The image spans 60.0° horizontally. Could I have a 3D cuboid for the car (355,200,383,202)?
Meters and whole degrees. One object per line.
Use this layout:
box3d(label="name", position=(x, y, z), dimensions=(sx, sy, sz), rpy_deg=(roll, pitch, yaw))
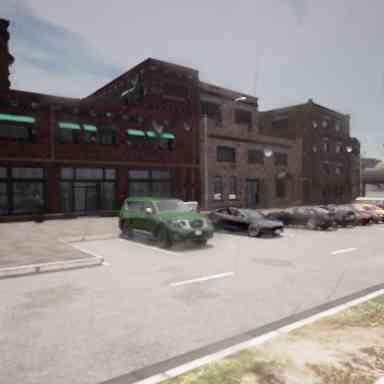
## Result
box3d(label="car", position=(15.498, 1.757, 29.329), dimensions=(1.946, 1.575, 5.366), rpy_deg=(1, -1, -42))

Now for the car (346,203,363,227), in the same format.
box3d(label="car", position=(9.235, 1.709, 24.048), dimensions=(2.163, 1.488, 4.792), rpy_deg=(1, -1, -40))

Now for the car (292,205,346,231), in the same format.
box3d(label="car", position=(7.179, 1.649, 22.248), dimensions=(2.231, 1.521, 4.892), rpy_deg=(1, -1, -40))

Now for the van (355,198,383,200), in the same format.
box3d(label="van", position=(17.299, 1.560, 31.410), dimensions=(1.878, 1.987, 4.442), rpy_deg=(1, -1, -43))

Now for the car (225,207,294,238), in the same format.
box3d(label="car", position=(2.886, 1.610, 18.670), dimensions=(2.163, 1.488, 4.792), rpy_deg=(1, -1, -38))

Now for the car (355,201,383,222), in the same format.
box3d(label="car", position=(13.351, 1.776, 27.634), dimensions=(2.002, 1.452, 4.674), rpy_deg=(1, -1, -42))

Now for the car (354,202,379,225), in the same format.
box3d(label="car", position=(11.330, 1.738, 25.796), dimensions=(2.163, 1.488, 4.792), rpy_deg=(1, -1, -41))

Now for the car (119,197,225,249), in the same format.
box3d(label="car", position=(-1.405, 1.279, 15.287), dimensions=(2.435, 2.045, 5.566), rpy_deg=(0, -1, -37))
